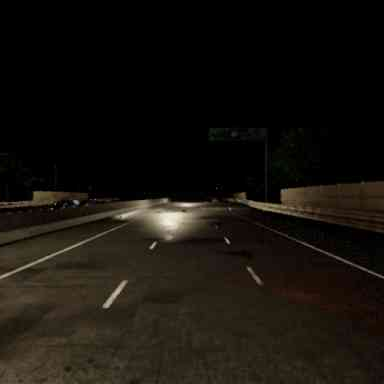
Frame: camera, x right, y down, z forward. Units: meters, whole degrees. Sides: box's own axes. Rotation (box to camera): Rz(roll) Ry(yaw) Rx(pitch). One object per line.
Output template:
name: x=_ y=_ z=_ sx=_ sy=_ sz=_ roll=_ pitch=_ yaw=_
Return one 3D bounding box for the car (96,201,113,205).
car: x=-14.030 y=2.178 z=55.390 sx=1.994 sy=1.385 sz=4.181 roll=0 pitch=-1 yaw=1

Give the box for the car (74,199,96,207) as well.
car: x=-17.525 y=1.969 z=55.594 sx=2.097 sy=1.767 sz=4.553 roll=0 pitch=-1 yaw=1

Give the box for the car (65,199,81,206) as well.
car: x=-23.847 y=2.031 z=66.872 sx=1.895 sy=1.301 sz=4.718 roll=0 pitch=-1 yaw=-3

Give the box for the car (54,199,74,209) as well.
car: x=-21.028 y=1.963 z=55.043 sx=2.097 sy=1.767 sz=4.553 roll=0 pitch=-1 yaw=1
